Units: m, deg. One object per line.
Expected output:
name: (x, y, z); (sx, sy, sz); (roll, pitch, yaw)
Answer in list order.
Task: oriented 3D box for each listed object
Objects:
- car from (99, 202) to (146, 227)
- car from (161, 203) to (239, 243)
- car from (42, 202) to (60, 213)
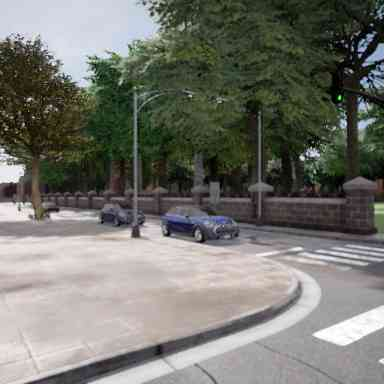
car: (-5.268, 1.571, 24.853); (2.097, 1.767, 4.553); (0, -1, -36)
car: (0.307, 1.475, 17.047); (2.097, 1.767, 4.553); (0, 0, -35)
car: (-19.151, 2.043, 44.431); (2.033, 1.411, 5.357); (0, -1, -35)
